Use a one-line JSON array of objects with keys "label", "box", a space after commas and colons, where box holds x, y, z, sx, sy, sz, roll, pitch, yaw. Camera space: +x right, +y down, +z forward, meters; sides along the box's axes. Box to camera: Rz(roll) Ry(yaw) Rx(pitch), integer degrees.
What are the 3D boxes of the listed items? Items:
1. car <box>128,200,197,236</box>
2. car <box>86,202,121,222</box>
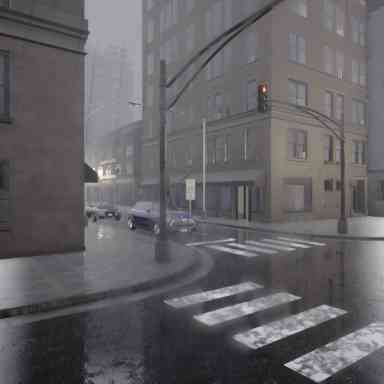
[{"label": "car", "box": [-1.692, 1.269, 17.936, 2.097, 1.767, 4.553, 0, 0, -36]}, {"label": "car", "box": [-6.991, 1.433, 25.336, 1.994, 1.385, 4.181, 0, 0, -35]}]
